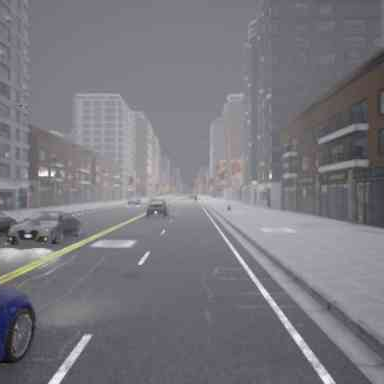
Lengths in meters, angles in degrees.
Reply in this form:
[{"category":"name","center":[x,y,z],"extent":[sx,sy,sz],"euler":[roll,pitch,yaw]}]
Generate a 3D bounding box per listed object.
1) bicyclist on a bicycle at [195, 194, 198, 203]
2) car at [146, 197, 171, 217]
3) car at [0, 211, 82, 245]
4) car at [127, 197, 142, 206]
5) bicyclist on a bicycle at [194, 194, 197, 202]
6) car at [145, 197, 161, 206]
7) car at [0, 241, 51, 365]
[{"category":"bicyclist on a bicycle","center":[0.902,1.509,68.997],"extent":[0.582,1.620,1.656],"euler":[0,0,0]},{"category":"car","center":[-3.146,1.529,31.437],"extent":[1.837,1.490,4.892],"euler":[0,0,0]},{"category":"car","center":[-6.596,1.575,15.362],"extent":[1.994,1.385,4.181],"euler":[0,0,0]},{"category":"car","center":[-9.777,1.571,56.669],"extent":[1.812,1.442,4.674],"euler":[0,0,1]},{"category":"bicyclist on a bicycle","center":[0.901,1.434,77.993],"extent":[0.659,1.776,1.843],"euler":[0,0,0]},{"category":"car","center":[-6.524,1.593,56.637],"extent":[2.033,1.411,5.357],"euler":[0,0,1]},{"category":"car","center":[-3.155,1.528,2.876],"extent":[1.812,1.442,4.674],"euler":[0,0,0]}]
